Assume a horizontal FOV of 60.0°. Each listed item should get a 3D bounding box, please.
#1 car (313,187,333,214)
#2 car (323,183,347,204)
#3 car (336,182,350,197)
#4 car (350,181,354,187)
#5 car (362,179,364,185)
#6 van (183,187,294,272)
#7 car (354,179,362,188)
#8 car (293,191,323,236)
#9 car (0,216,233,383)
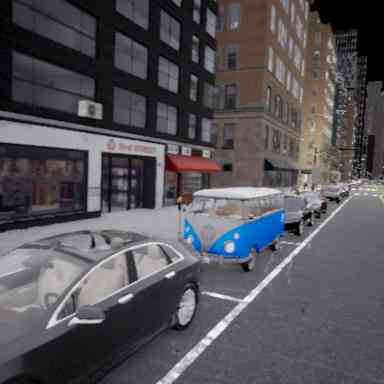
[{"bbox_3d":[6.441,0.602,18.360,1.802,1.307,4.206,4,4,28],"label":"car"},{"bbox_3d":[11.633,0.163,28.051,1.947,1.339,4.313,4,4,28],"label":"car"},{"bbox_3d":[14.228,-0.032,32.898,1.802,1.307,4.206,4,4,28],"label":"car"},{"bbox_3d":[16.830,-0.385,37.734,1.967,1.590,4.097,4,4,28],"label":"car"},{"bbox_3d":[39.481,-2.057,79.930,2.008,1.369,4.403,4,4,28],"label":"car"},{"bbox_3d":[1.259,0.787,8.653,1.690,1.788,3.998,4,4,28],"label":"van"},{"bbox_3d":[34.359,-1.632,70.412,1.802,1.307,4.206,4,4,28],"label":"car"},{"bbox_3d":[3.846,0.798,13.513,1.947,1.339,4.313,4,4,28],"label":"car"},{"bbox_3d":[-1.346,1.209,3.821,2.008,1.369,4.403,4,4,28],"label":"car"}]
